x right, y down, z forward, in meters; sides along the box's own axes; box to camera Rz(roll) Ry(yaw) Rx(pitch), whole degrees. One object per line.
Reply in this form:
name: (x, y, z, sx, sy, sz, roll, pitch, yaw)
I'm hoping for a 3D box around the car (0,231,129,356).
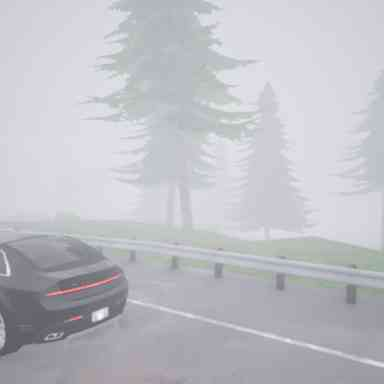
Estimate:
car: (-3.339, 1.482, 6.021, 4.892, 1.490, 1.837, 0, 0, 33)
